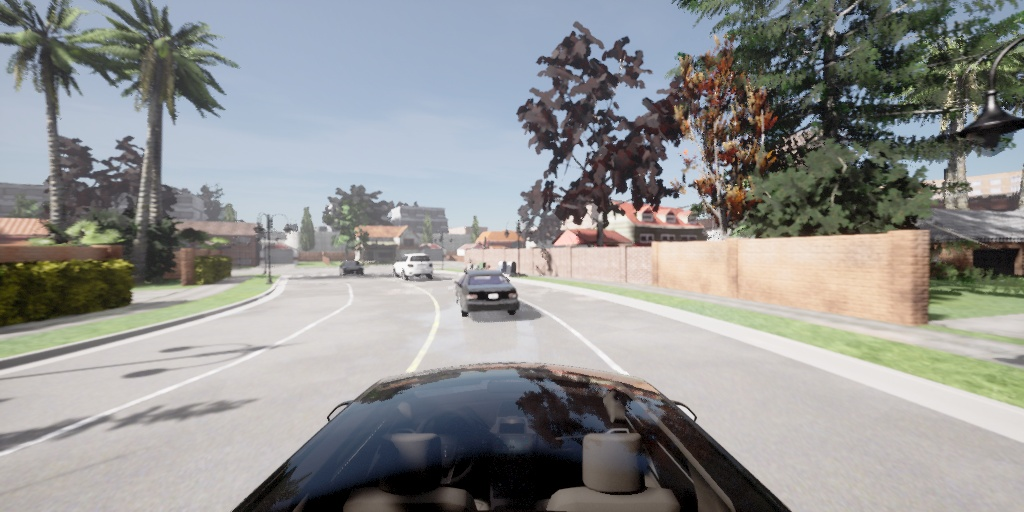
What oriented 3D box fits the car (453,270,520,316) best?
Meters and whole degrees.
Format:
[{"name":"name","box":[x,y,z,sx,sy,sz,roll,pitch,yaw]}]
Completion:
[{"name":"car","box":[-1.064,1.225,13.077,2.033,1.411,5.357,-1,0,-12]}]

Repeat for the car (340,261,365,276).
[{"name":"car","box":[-15.908,1.234,35.542,1.837,1.490,4.892,-1,1,-31]}]

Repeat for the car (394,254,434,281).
[{"name":"car","box":[-8.134,0.854,29.402,2.150,2.045,5.566,-1,1,-30]}]
